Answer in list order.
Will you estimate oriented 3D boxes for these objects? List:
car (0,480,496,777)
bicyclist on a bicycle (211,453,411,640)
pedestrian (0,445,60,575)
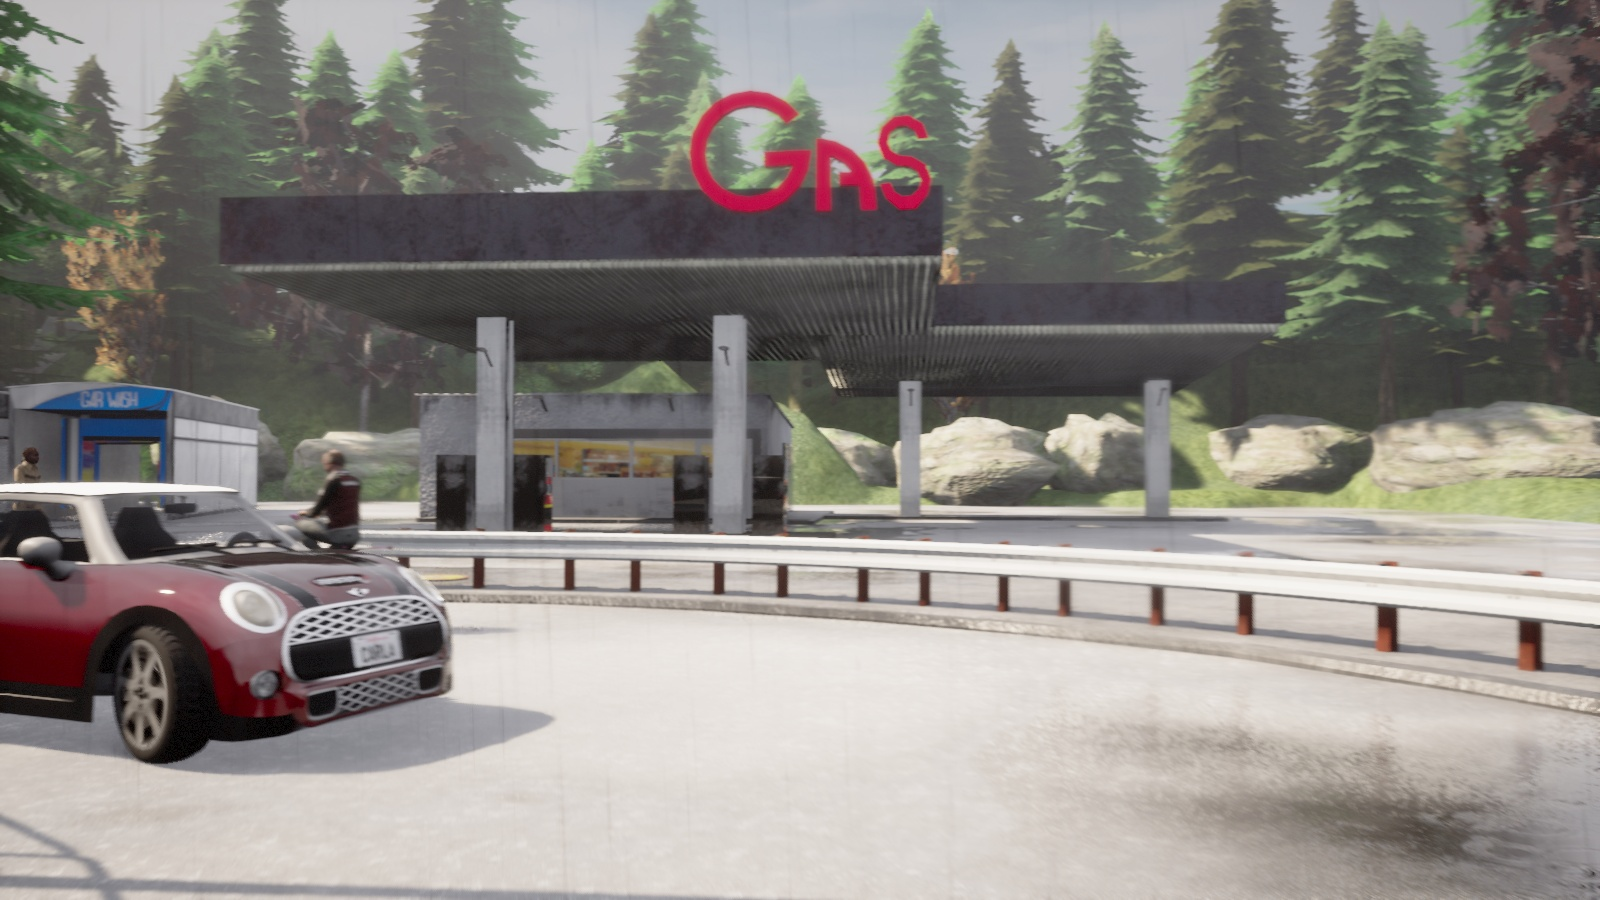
[{"bbox_3d":[-4.103,0.936,7.953,3.806,1.475,1.970,-1,-1,23],"label":"car"},{"bbox_3d":[-4.879,0.922,12.548,1.843,1.776,0.659,0,0,17],"label":"bicyclist on a bicycle"},{"bbox_3d":[-11.674,0.903,19.049,0.692,1.930,0.396,0,-1,12],"label":"pedestrian"}]
